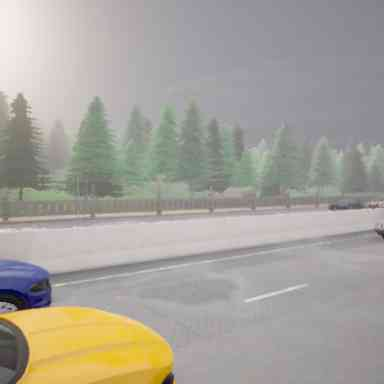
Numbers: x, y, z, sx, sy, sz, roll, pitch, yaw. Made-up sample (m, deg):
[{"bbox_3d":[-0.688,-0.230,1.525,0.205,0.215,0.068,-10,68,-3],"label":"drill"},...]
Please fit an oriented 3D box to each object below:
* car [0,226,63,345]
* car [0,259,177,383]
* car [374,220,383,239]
[{"bbox_3d":[-4.683,1.481,4.704,5.008,1.535,1.882,0,0,-35],"label":"car"},{"bbox_3d":[-2.406,1.480,2.029,5.008,1.535,1.882,0,0,-35],"label":"car"},{"bbox_3d":[10.609,1.556,15.614,4.718,1.301,1.895,0,0,-36],"label":"car"}]
